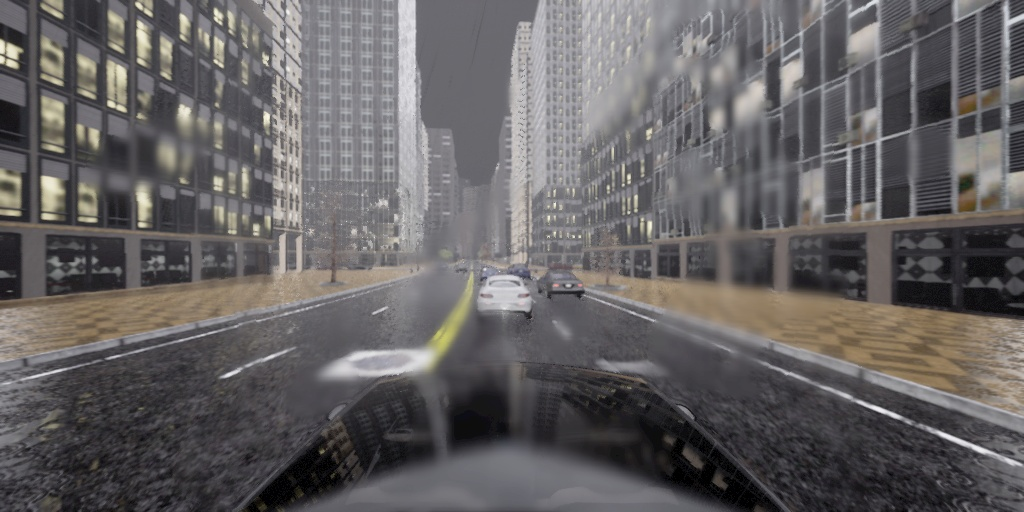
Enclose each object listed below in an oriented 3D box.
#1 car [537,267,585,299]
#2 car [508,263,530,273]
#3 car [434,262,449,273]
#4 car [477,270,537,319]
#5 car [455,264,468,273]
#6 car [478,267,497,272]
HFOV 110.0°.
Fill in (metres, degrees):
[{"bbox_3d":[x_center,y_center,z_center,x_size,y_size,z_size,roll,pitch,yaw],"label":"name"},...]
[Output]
[{"bbox_3d":[2.541,1.532,19.959,2.033,1.411,5.357,0,-1,-5],"label":"car"},{"bbox_3d":[0.659,1.574,38.318,2.097,1.767,4.553,0,-1,-6],"label":"car"},{"bbox_3d":[-11.568,1.863,59.151,2.097,1.767,4.553,0,-1,-6],"label":"car"},{"bbox_3d":[-0.322,1.432,13.527,1.812,1.442,4.674,0,-1,-3],"label":"car"},{"bbox_3d":[-8.354,2.017,59.693,1.837,1.490,4.892,0,-1,-6],"label":"car"},{"bbox_3d":[-2.243,1.737,35.028,2.033,1.411,5.357,0,-1,-6],"label":"car"}]
